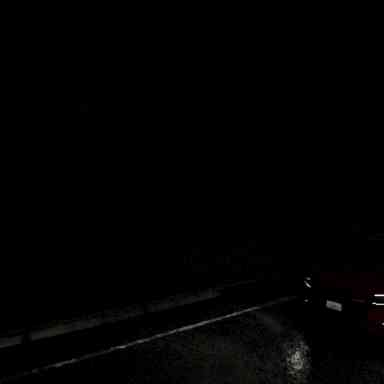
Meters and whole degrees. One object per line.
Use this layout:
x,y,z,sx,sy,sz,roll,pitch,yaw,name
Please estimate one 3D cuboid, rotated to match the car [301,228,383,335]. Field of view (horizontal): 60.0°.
4.216,1.474,6.572,5.008,1.535,1.882,0,0,-36,car
